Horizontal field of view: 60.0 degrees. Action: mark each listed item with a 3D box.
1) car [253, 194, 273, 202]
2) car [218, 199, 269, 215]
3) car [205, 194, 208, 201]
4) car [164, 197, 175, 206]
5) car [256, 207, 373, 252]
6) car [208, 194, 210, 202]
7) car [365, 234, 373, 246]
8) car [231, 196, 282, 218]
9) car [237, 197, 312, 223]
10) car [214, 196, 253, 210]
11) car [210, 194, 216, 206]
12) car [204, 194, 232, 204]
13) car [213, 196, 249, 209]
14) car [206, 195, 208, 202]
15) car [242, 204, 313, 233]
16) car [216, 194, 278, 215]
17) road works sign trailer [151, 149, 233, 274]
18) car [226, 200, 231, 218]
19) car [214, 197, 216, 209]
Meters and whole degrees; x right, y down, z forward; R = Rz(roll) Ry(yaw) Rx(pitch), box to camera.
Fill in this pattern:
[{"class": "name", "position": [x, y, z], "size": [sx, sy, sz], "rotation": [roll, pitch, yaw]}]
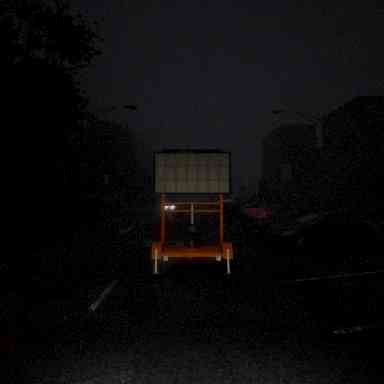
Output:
[{"class": "car", "position": [18.548, 1.463, 86.843], "size": [2.435, 2.045, 5.566], "rotation": [0, 0, -21]}, {"class": "car", "position": [5.384, 1.545, 34.803], "size": [4.792, 1.488, 2.163], "rotation": [1, 0, -20]}, {"class": "car", "position": [5.347, 1.613, 64.784], "size": [5.366, 1.575, 1.946], "rotation": [1, 0, -20]}, {"class": "car", "position": [-3.905, 1.596, 57.558], "size": [2.128, 1.511, 4.902], "rotation": [0, 0, 0]}, {"class": "car", "position": [5.325, 1.528, 13.800], "size": [4.674, 1.452, 2.002], "rotation": [1, 0, -20]}, {"class": "car", "position": [5.528, 1.447, 52.837], "size": [4.553, 1.767, 2.185], "rotation": [1, 0, -20]}, {"class": "car", "position": [5.314, 1.487, 4.800], "size": [4.892, 1.521, 2.231], "rotation": [1, 0, -20]}, {"class": "car", "position": [5.388, 1.369, 22.813], "size": [4.553, 1.767, 2.185], "rotation": [1, 0, -20]}, {"class": "car", "position": [5.375, 1.366, 19.812], "size": [4.553, 1.767, 2.185], "rotation": [1, 0, -20]}, {"class": "car", "position": [5.425, 1.414, 43.819], "size": [4.553, 1.767, 2.185], "rotation": [1, 0, -20]}, {"class": "car", "position": [5.405, 1.271, 37.805], "size": [5.566, 2.045, 2.435], "rotation": [1, 0, -20]}, {"class": "car", "position": [5.549, 1.391, 70.877], "size": [5.566, 2.045, 2.435], "rotation": [1, 0, -20]}, {"class": "car", "position": [5.439, 1.424, 46.820], "size": [4.553, 1.767, 2.185], "rotation": [1, 0, -20]}, {"class": "car", "position": [5.497, 1.583, 55.839], "size": [5.008, 1.535, 2.097], "rotation": [1, -1, -20]}, {"class": "car", "position": [5.304, 1.518, 16.792], "size": [4.792, 1.488, 2.163], "rotation": [1, 0, -20]}, {"class": "car", "position": [5.373, 1.252, 28.788], "size": [5.566, 2.045, 2.435], "rotation": [1, 0, -20]}, {"class": "road works sign trailer", "position": [0.009, 0.465, 10.529], "size": [2.380, 3.560, 2.880], "rotation": [0, 0, 0]}, {"class": "car", "position": [5.365, 1.538, 25.810], "size": [4.674, 1.452, 2.002], "rotation": [1, 0, -20]}, {"class": "car", "position": [5.223, 1.503, 31.746], "size": [5.366, 1.575, 1.946], "rotation": [1, 0, -20]}]
